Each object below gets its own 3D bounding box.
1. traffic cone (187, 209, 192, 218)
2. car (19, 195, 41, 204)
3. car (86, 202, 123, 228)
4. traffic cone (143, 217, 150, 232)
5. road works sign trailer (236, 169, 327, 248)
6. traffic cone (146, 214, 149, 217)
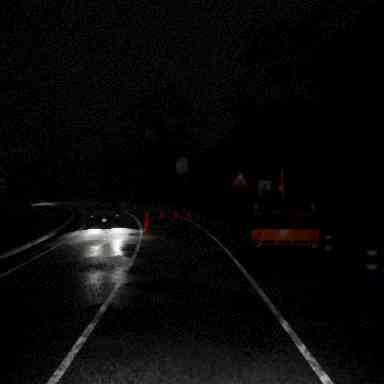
[{"bbox_3d":[-0.185,1.508,23.574,0.340,0.580,0.340,-1,2,-3],"label":"traffic cone"},{"bbox_3d":[-26.750,1.219,54.869,4.902,1.511,2.128,-2,4,40],"label":"car"},{"bbox_3d":[-5.206,1.310,20.101,1.994,1.385,4.181,-1,1,-13],"label":"car"},{"bbox_3d":[-2.340,1.726,17.186,0.340,0.580,0.340,-1,1,-7],"label":"traffic cone"},{"bbox_3d":[2.872,0.670,10.612,2.380,2.880,3.560,-2,1,17],"label":"road works sign trailer"},{"bbox_3d":[-2.592,1.678,19.168,0.340,0.580,0.340,-1,2,-7],"label":"traffic cone"}]
